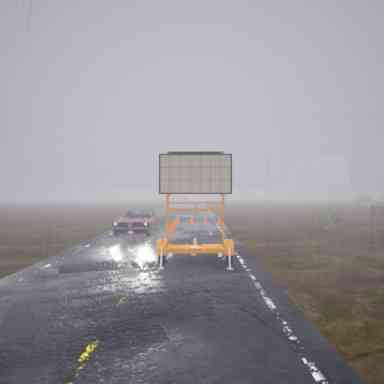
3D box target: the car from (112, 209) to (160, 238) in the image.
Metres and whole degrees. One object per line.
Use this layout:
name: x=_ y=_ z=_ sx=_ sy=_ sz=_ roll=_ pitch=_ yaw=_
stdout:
car: x=-2.907 y=1.600 z=17.991 sx=1.895 sy=1.301 sz=4.718 roll=0 pitch=0 yaw=1

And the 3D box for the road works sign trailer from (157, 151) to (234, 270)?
road works sign trailer: x=0.115 y=0.464 z=11.066 sx=2.380 sy=3.560 sz=2.880 roll=0 pitch=0 yaw=1

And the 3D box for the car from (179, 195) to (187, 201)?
car: x=-2.121 y=1.508 z=82.070 sx=1.837 sy=1.490 sz=4.892 roll=0 pitch=0 yaw=1
